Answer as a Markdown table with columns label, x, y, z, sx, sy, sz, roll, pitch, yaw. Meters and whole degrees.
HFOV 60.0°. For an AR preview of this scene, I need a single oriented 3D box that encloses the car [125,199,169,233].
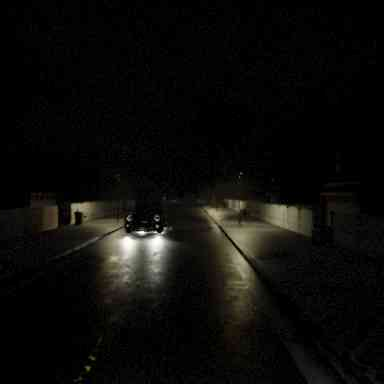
| label | x | y | z | sx | sy | sz | roll | pitch | yaw |
| --- | --- | --- | --- | --- | --- | --- | --- | --- | --- |
| car | -2.768 | 1.366 | 20.759 | 2.097 | 1.767 | 4.553 | 0 | 3 | 0 |

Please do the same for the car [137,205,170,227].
| label | x | y | z | sx | sy | sz | roll | pitch | yaw |
| --- | --- | --- | --- | --- | --- | --- | --- | --- | --- |
| car | -2.793 | 1.769 | 25.256 | 1.994 | 1.385 | 4.181 | 0 | -1 | 0 |
